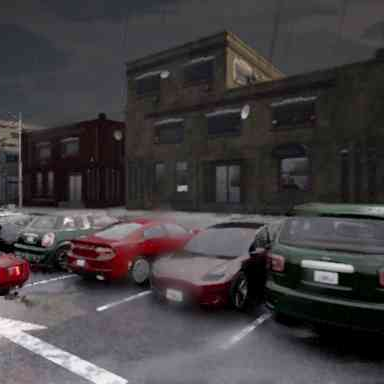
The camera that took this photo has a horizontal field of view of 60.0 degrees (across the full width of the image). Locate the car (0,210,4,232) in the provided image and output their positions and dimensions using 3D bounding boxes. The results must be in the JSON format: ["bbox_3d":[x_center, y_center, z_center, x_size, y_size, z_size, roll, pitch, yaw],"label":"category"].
[{"bbox_3d":[-5.644,1.550,13.009,2.163,1.488,4.792,0,0,35],"label":"car"}]

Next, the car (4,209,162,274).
[{"bbox_3d":[-3.435,1.384,11.360,2.185,1.767,4.553,0,0,35],"label":"car"}]

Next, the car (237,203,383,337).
[{"bbox_3d":[3.336,1.231,6.610,2.435,2.045,5.566,0,0,35],"label":"car"}]

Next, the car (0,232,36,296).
[{"bbox_3d":[-5.751,1.629,7.475,4.718,1.301,1.895,0,0,35],"label":"car"}]

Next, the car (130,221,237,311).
[{"bbox_3d":[1.057,1.519,8.163,2.163,1.488,4.792,0,0,35],"label":"car"}]
